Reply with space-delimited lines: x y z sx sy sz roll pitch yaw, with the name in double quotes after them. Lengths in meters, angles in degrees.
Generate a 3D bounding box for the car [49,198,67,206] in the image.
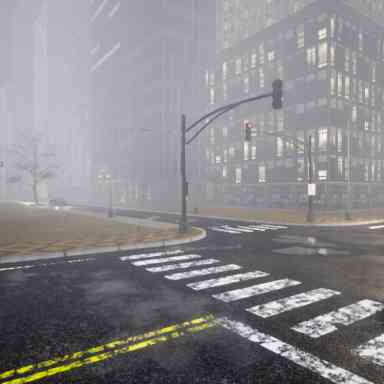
-21.807 1.607 54.157 1.895 1.301 4.718 0 0 -35 "car"
